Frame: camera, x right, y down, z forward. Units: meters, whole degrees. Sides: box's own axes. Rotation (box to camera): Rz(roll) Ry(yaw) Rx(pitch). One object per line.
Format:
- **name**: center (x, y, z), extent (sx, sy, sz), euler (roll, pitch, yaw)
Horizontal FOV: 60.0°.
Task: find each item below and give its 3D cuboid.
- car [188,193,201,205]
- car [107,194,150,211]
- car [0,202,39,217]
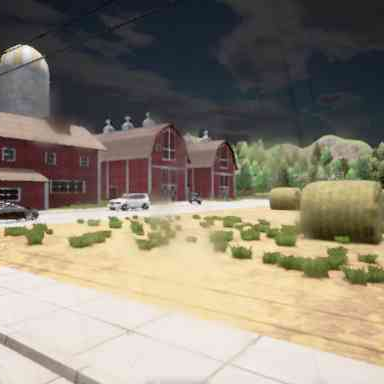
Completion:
- **car**: center (0.506, 1.130, 57.853), extent (1.905, 1.878, 3.866), euler (6, 1, -8)
- **car**: center (-7.370, 1.206, 39.315), extent (2.150, 2.045, 5.566), euler (0, 0, 35)
- **car**: center (-13.601, 1.475, 24.047), extent (2.128, 1.511, 4.902), euler (0, 0, 35)
